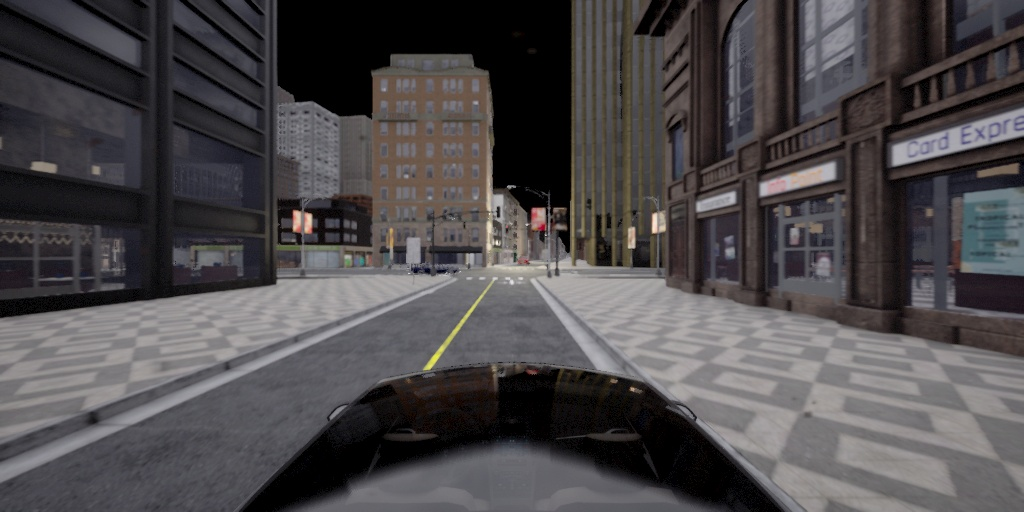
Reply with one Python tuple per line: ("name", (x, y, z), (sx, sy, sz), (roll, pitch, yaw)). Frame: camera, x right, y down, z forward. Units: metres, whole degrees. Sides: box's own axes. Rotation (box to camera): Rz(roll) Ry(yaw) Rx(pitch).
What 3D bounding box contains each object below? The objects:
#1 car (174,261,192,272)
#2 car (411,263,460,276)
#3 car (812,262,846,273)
("car", (-35.876, 1.112, 37.000), (4.553, 1.767, 2.097), (0, 0, 0))
("car", (-7.822, 1.351, 37.109), (4.718, 1.301, 1.895), (0, 0, 0))
("car", (32.830, 1.268, 37.271), (4.181, 1.385, 1.994), (0, 0, 0))
